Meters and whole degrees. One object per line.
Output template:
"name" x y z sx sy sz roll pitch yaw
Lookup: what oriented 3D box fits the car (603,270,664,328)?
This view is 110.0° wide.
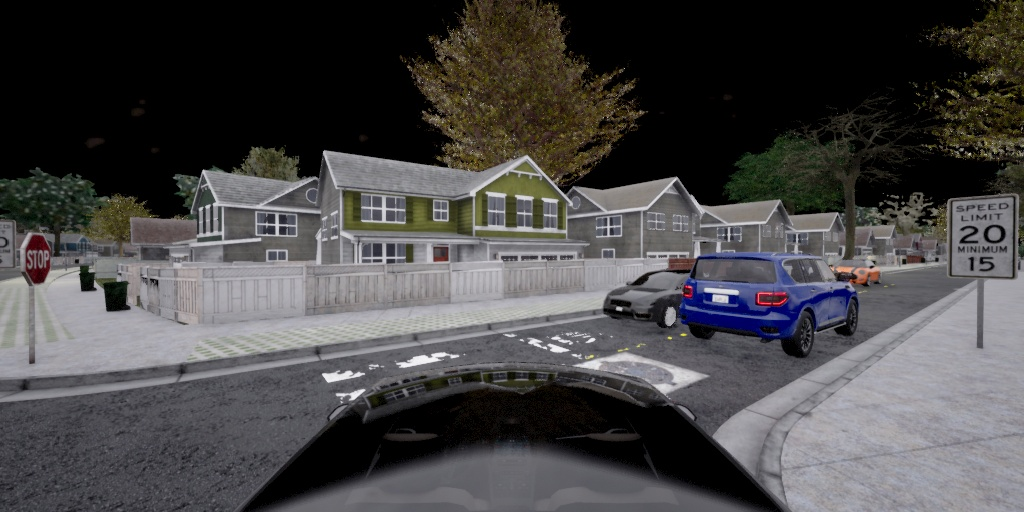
"car" 4.904 1.193 11.135 4.892 1.490 1.837 0 0 -35

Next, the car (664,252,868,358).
"car" 6.328 0.931 8.651 5.566 2.045 2.150 0 1 -35

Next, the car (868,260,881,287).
"car" 21.812 0.959 22.999 4.553 1.767 2.097 0 1 -36
